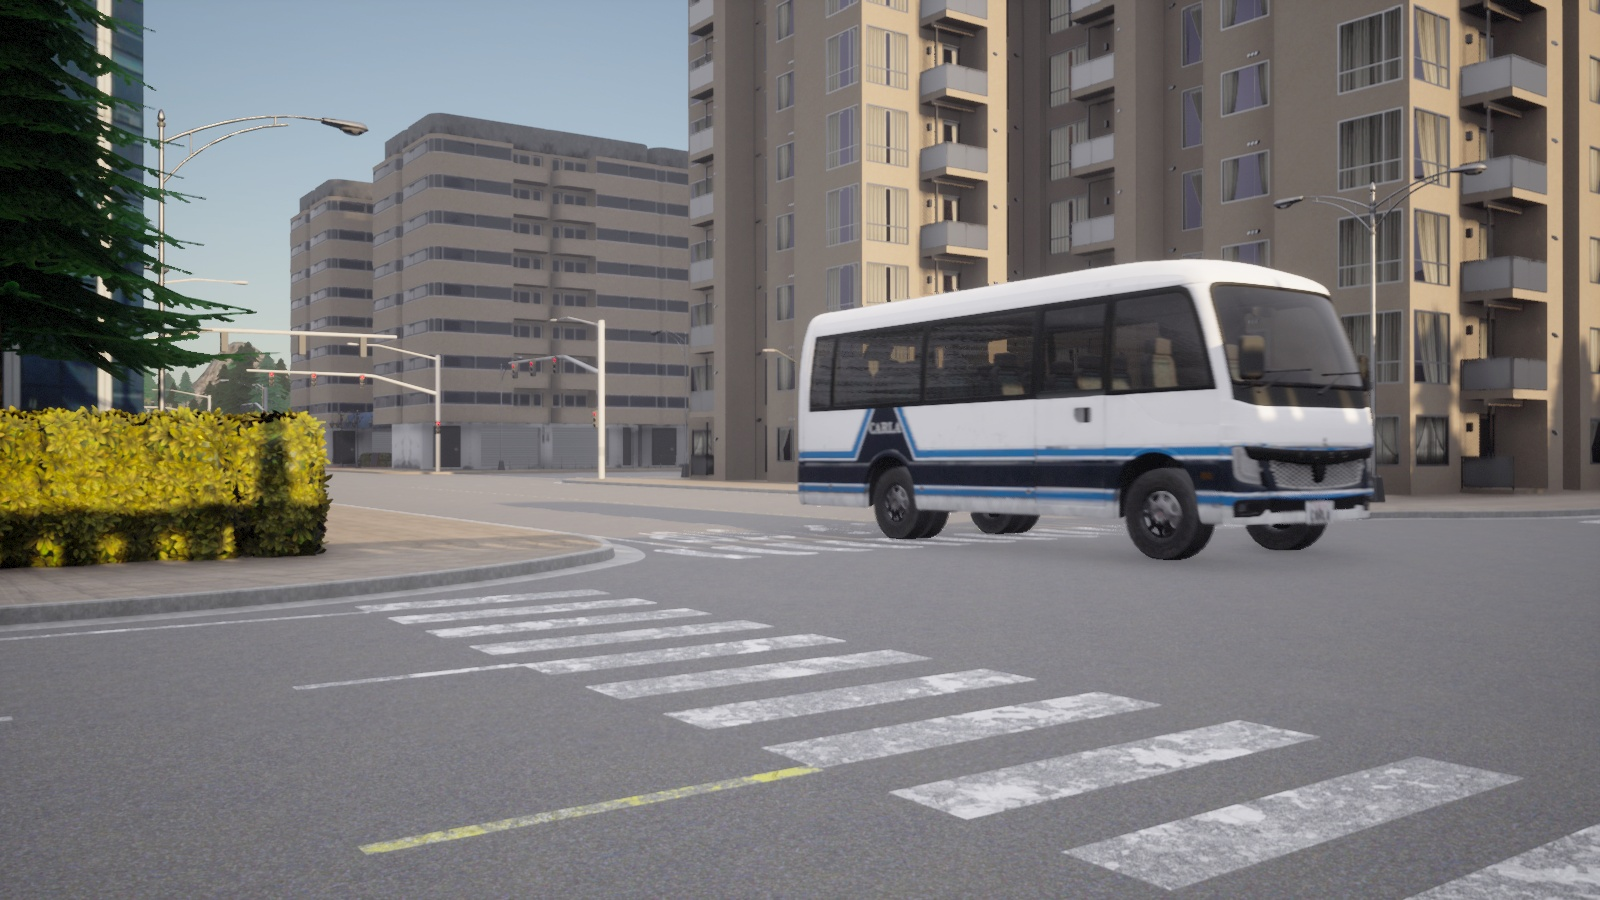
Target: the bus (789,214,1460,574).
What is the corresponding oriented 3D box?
[{"bbox_3d":[4.387,-0.614,20.166,3.944,4.253,10.273,0,0,-35],"label":"bus"}]
